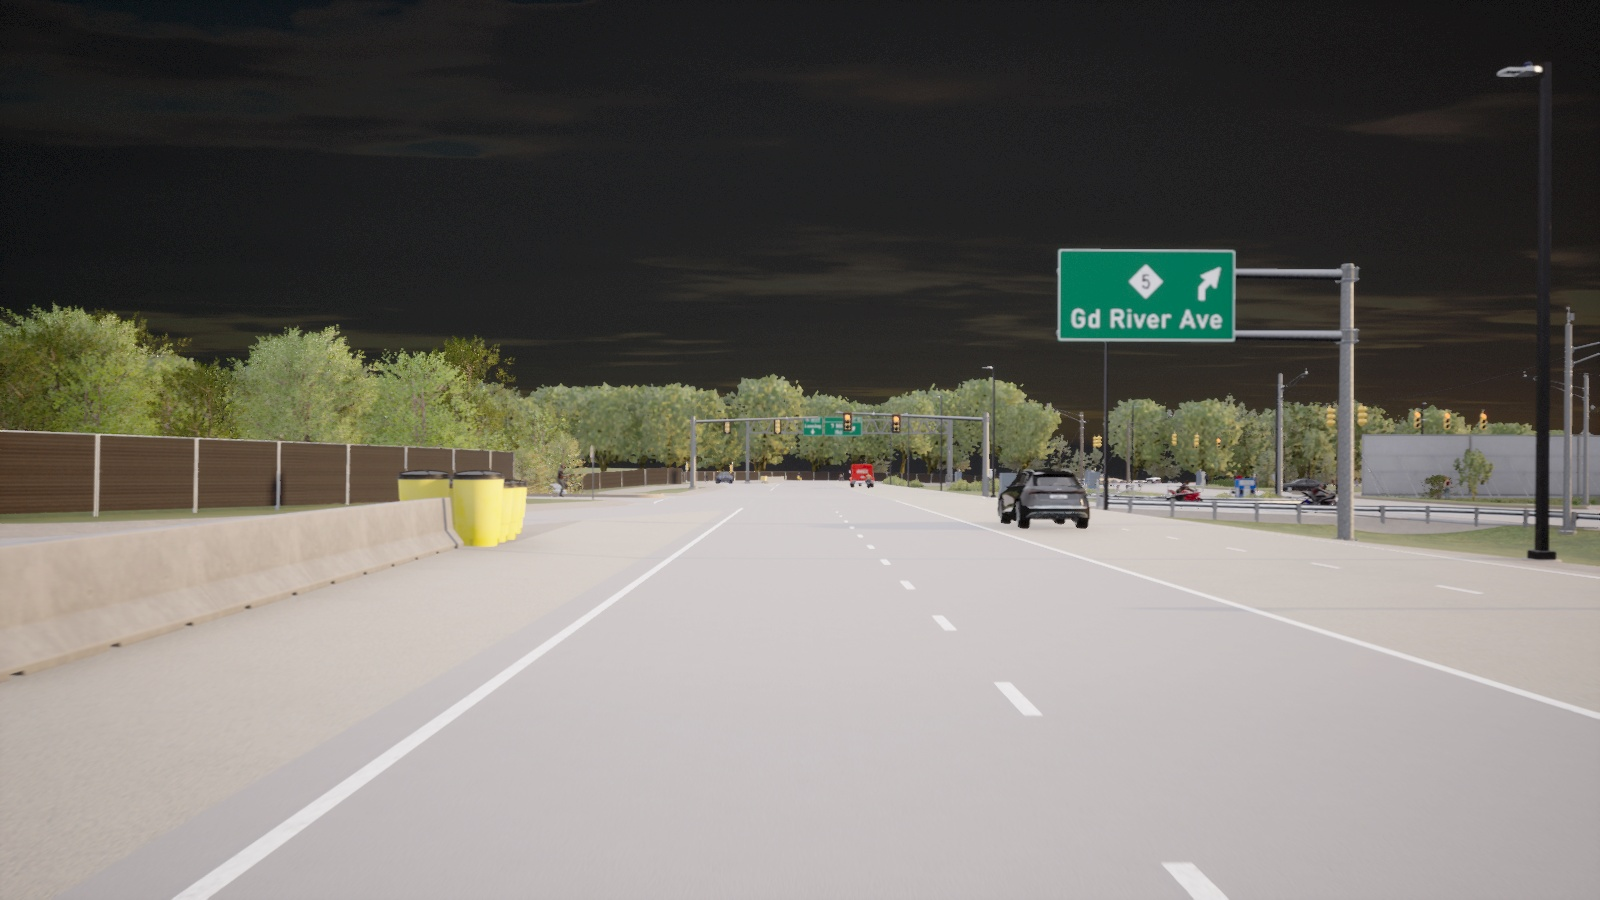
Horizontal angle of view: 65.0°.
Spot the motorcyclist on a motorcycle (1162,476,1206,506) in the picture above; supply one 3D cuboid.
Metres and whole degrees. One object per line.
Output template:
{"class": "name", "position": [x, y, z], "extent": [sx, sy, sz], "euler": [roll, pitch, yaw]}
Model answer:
{"class": "motorcyclist on a motorcycle", "position": [20.329, 2.175, 66.427], "extent": [2.044, 1.523, 0.797], "euler": [1, -1, 0]}

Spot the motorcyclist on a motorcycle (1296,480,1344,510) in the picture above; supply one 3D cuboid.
{"class": "motorcyclist on a motorcycle", "position": [27.541, 2.372, 66.535], "extent": [2.191, 1.530, 0.866], "euler": [-1, -1, -2]}

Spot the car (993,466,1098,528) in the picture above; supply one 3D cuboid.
{"class": "car", "position": [6.913, 1.295, 35.930], "extent": [2.033, 1.649, 4.856], "euler": [0, -1, 0]}

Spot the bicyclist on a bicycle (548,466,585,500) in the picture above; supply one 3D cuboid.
{"class": "bicyclist on a bicycle", "position": [-12.324, 1.728, 66.275], "extent": [1.843, 1.776, 0.659], "euler": [0, -1, -1]}
